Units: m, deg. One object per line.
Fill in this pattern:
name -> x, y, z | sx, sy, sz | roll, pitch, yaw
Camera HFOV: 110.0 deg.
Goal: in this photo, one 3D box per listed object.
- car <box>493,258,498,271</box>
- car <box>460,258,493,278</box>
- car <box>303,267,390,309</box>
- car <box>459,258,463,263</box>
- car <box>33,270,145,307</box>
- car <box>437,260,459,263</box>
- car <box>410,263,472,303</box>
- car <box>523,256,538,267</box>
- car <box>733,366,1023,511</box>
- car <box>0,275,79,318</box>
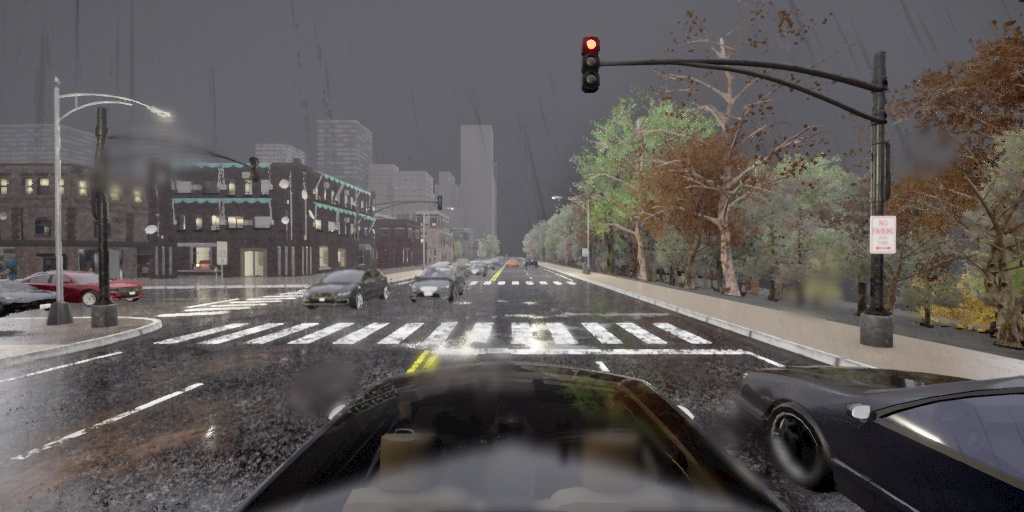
car -> -3.288, 1.258, 49.764 | 1.812, 1.442, 4.674 | 0, 0, 1
car -> -3.311, 1.231, 34.330 | 2.128, 1.511, 4.902 | 0, 0, 0
car -> -6.585, 1.251, 14.848 | 1.837, 1.490, 4.892 | 0, 0, 0
car -> -6.541, 1.085, 47.686 | 2.097, 1.767, 4.553 | 0, 0, 0
car -> -19.822, 1.448, 16.363 | 5.008, 1.535, 1.882 | -1, 1, 0
car -> -6.561, 1.265, 34.131 | 1.812, 1.442, 4.674 | 0, 0, 0
car -> -3.332, 1.238, 16.741 | 2.128, 1.511, 4.902 | 0, 0, 0
car -> 3.424, 0.948, 64.229 | 2.150, 2.045, 5.566 | 0, 0, 0
car -> 3.350, 1.297, 1.482 | 2.033, 1.411, 5.357 | 0, 0, 0
car -> -19.933, 1.565, 13.658 | 4.313, 1.339, 1.948 | 0, 0, 0
